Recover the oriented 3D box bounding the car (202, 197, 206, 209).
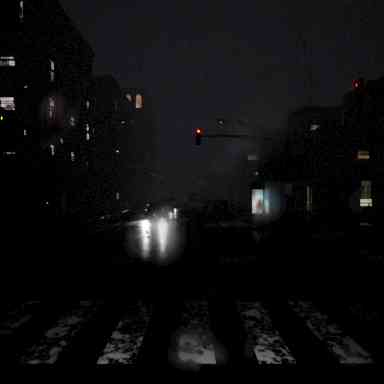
[{"bbox_3d":[2.612,1.597,43.246,1.802,1.307,4.206,0,0,0],"label":"car"}]

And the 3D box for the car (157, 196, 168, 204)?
[{"bbox_3d":[-5.807,1.565,65.836,1.752,1.417,4.829,0,0,0],"label":"car"}]

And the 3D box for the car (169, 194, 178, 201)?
[{"bbox_3d":[-3.176,1.526,50.156,1.837,1.490,4.892,0,0,0],"label":"car"}]

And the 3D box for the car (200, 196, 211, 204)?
[{"bbox_3d":[2.573,1.591,66.033,2.008,1.369,4.403,-1,0,0],"label":"car"}]

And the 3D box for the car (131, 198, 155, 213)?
[{"bbox_3d":[-5.759,1.561,37.523,2.008,1.369,4.403,0,0,0],"label":"car"}]

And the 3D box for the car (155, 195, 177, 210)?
[{"bbox_3d":[-3.164,1.490,39.561,1.882,1.535,5.008,0,0,0],"label":"car"}]

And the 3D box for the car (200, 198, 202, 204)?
[{"bbox_3d":[2.602,1.571,48.943,2.008,1.369,4.403,0,0,0],"label":"car"}]

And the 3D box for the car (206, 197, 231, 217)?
[{"bbox_3d":[2.630,1.446,31.852,1.967,1.590,4.097,0,0,0],"label":"car"}]

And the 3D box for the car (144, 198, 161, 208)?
[{"bbox_3d":[-5.778,1.571,48.916,2.008,1.369,4.403,0,0,0],"label":"car"}]

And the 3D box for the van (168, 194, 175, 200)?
[{"bbox_3d":[-5.858,1.430,94.489,1.690,1.788,3.998,-1,0,0],"label":"van"}]

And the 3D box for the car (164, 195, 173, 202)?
[{"bbox_3d":[-5.836,1.592,82.925,1.752,1.417,4.829,-1,0,0],"label":"car"}]

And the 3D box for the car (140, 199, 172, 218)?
[{"bbox_3d":[-3.149,1.605,30.134,1.895,1.301,4.718,0,0,0],"label":"car"}]

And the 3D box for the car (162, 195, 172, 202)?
[{"bbox_3d":[-5.828,1.497,77.398,1.967,1.590,4.097,0,0,0],"label":"car"}]

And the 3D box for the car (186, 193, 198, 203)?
[{"bbox_3d":[-0.017,1.268,70.244,2.150,2.045,5.566,0,0,0],"label":"car"}]
